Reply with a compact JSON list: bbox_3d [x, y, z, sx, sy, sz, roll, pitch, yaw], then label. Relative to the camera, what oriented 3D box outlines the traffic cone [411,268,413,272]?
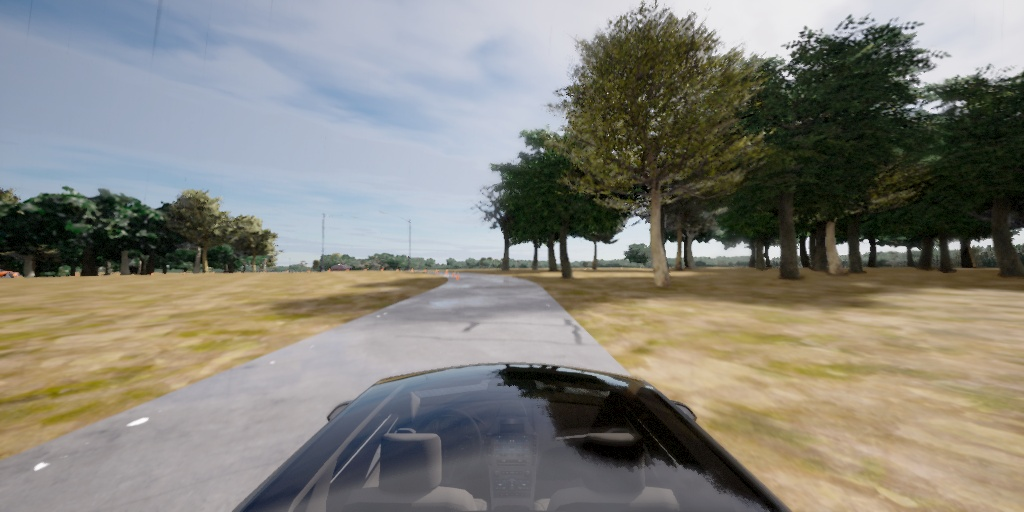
[{"bbox_3d":[-14.974,2.063,53.821,0.340,0.580,0.340,0,0,-40],"label":"traffic cone"}]

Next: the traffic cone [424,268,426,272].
[{"bbox_3d":[-12.109,1.998,50.072,0.340,0.580,0.340,0,0,-34],"label":"traffic cone"}]

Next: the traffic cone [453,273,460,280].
[{"bbox_3d":[-4.953,1.869,32.736,0.340,0.580,0.340,0,0,-10],"label":"traffic cone"}]

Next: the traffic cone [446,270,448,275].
[{"bbox_3d":[-7.623,1.929,41.780,0.340,0.580,0.340,0,0,-22],"label":"traffic cone"}]

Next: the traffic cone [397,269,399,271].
[{"bbox_3d":[-18.214,2.145,57.249,0.340,0.580,0.340,0,0,44],"label":"traffic cone"}]

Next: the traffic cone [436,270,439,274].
[{"bbox_3d":[-9.649,1.954,46.044,0.340,0.580,0.340,0,0,-28],"label":"traffic cone"}]
